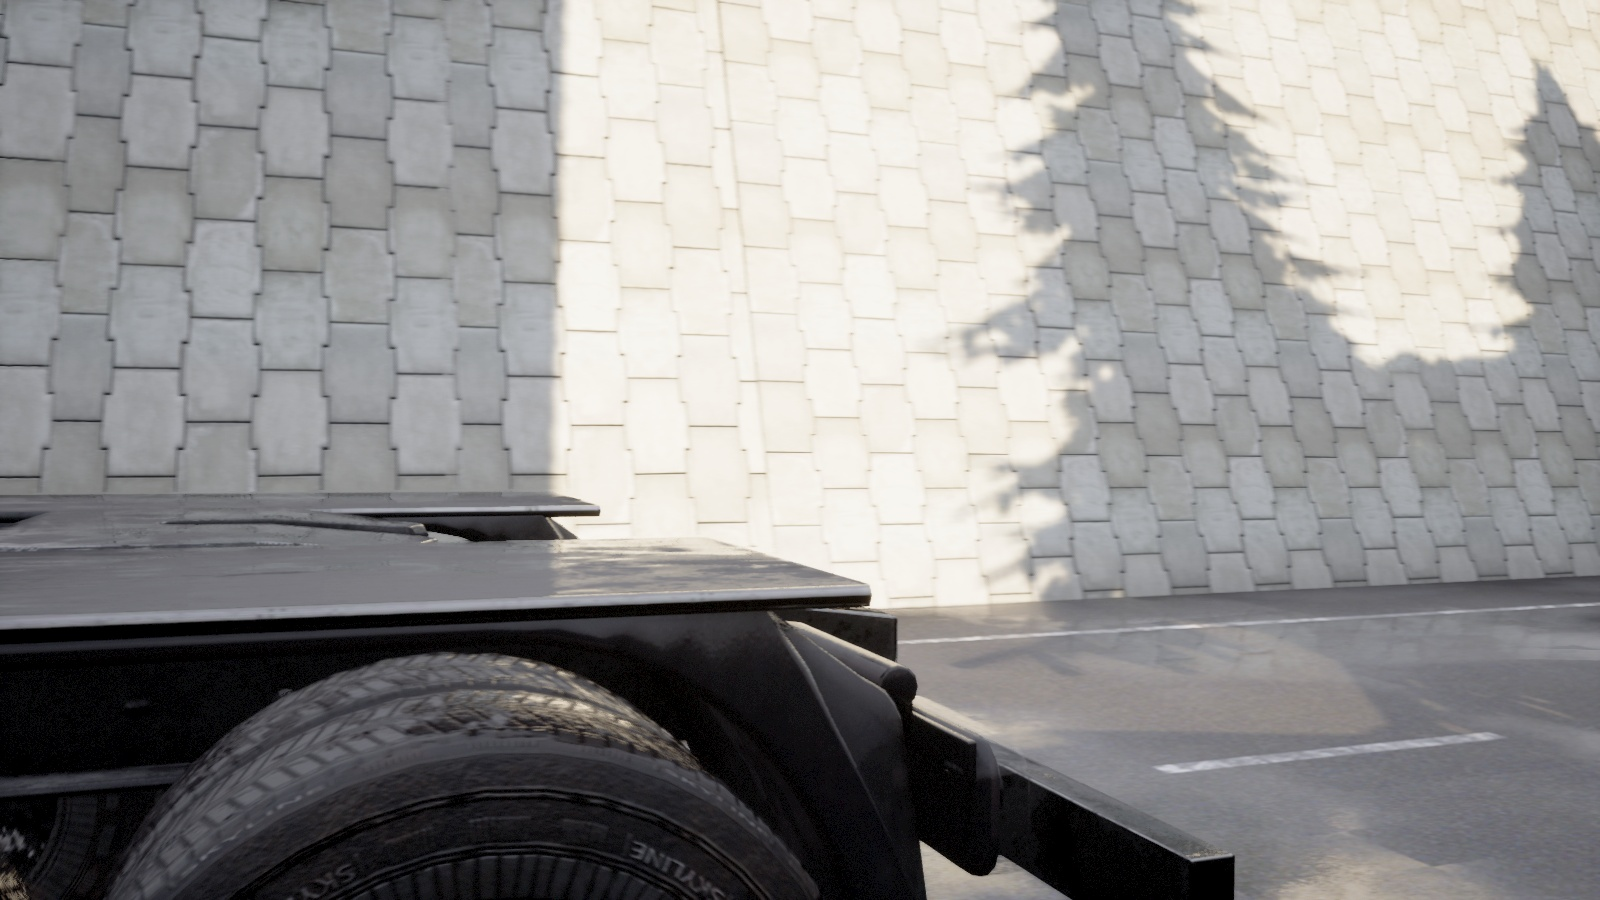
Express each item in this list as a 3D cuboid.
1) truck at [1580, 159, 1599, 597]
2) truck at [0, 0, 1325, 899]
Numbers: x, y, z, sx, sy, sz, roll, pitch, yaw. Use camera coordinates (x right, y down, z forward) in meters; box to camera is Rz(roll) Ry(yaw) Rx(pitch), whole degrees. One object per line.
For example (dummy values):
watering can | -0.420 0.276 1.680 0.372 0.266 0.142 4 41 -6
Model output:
truck | 11.317 -0.654 10.155 8.468 3.827 2.891 -1 1 -5
truck | -3.391 -0.179 1.940 7.936 3.462 2.891 -1 1 -21
